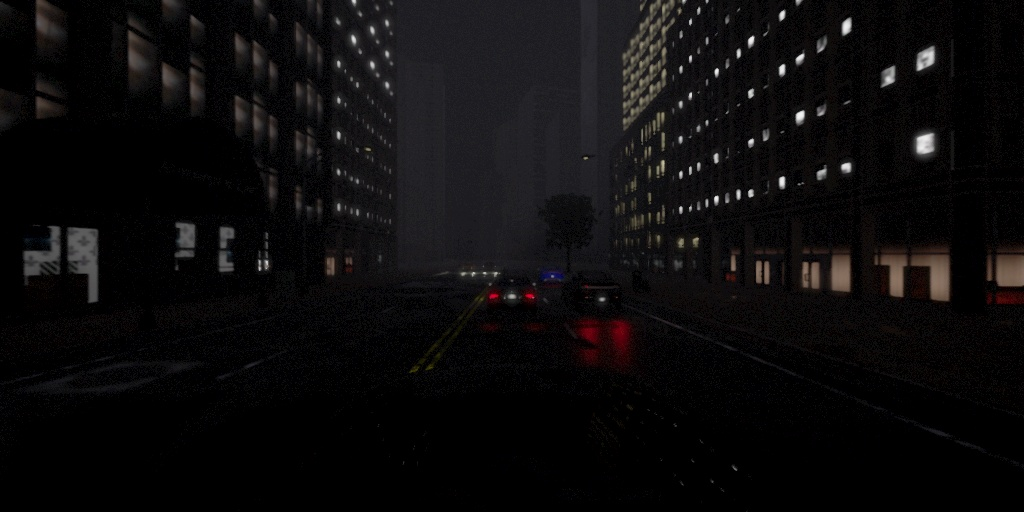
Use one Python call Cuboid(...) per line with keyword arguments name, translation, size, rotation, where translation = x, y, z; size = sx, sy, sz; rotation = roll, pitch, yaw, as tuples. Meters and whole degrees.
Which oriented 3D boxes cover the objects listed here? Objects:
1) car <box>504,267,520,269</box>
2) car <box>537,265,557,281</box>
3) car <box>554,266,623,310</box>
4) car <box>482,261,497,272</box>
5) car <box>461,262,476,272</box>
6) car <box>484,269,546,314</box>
Cuboid(name="car", translation=(0.013, 1.612, 30.092), size=(1.895, 1.301, 4.718), rotation=(0, 0, 0))
Cuboid(name="car", translation=(3.275, 1.497, 31.090), size=(1.882, 1.535, 5.008), rotation=(0, 0, 1))
Cuboid(name="car", translation=(3.269, 1.370, 15.354), size=(2.128, 1.511, 4.902), rotation=(0, 0, 0))
Cuboid(name="car", translation=(-3.342, 1.571, 54.875), size=(2.097, 1.767, 4.553), rotation=(0, -1, 0))
Cuboid(name="car", translation=(-6.596, 1.698, 55.218), size=(1.882, 1.535, 5.008), rotation=(0, 0, 0))
Cuboid(name="car", translation=(0.007, 1.416, 14.368), size=(2.033, 1.411, 5.357), rotation=(0, -1, 0))
